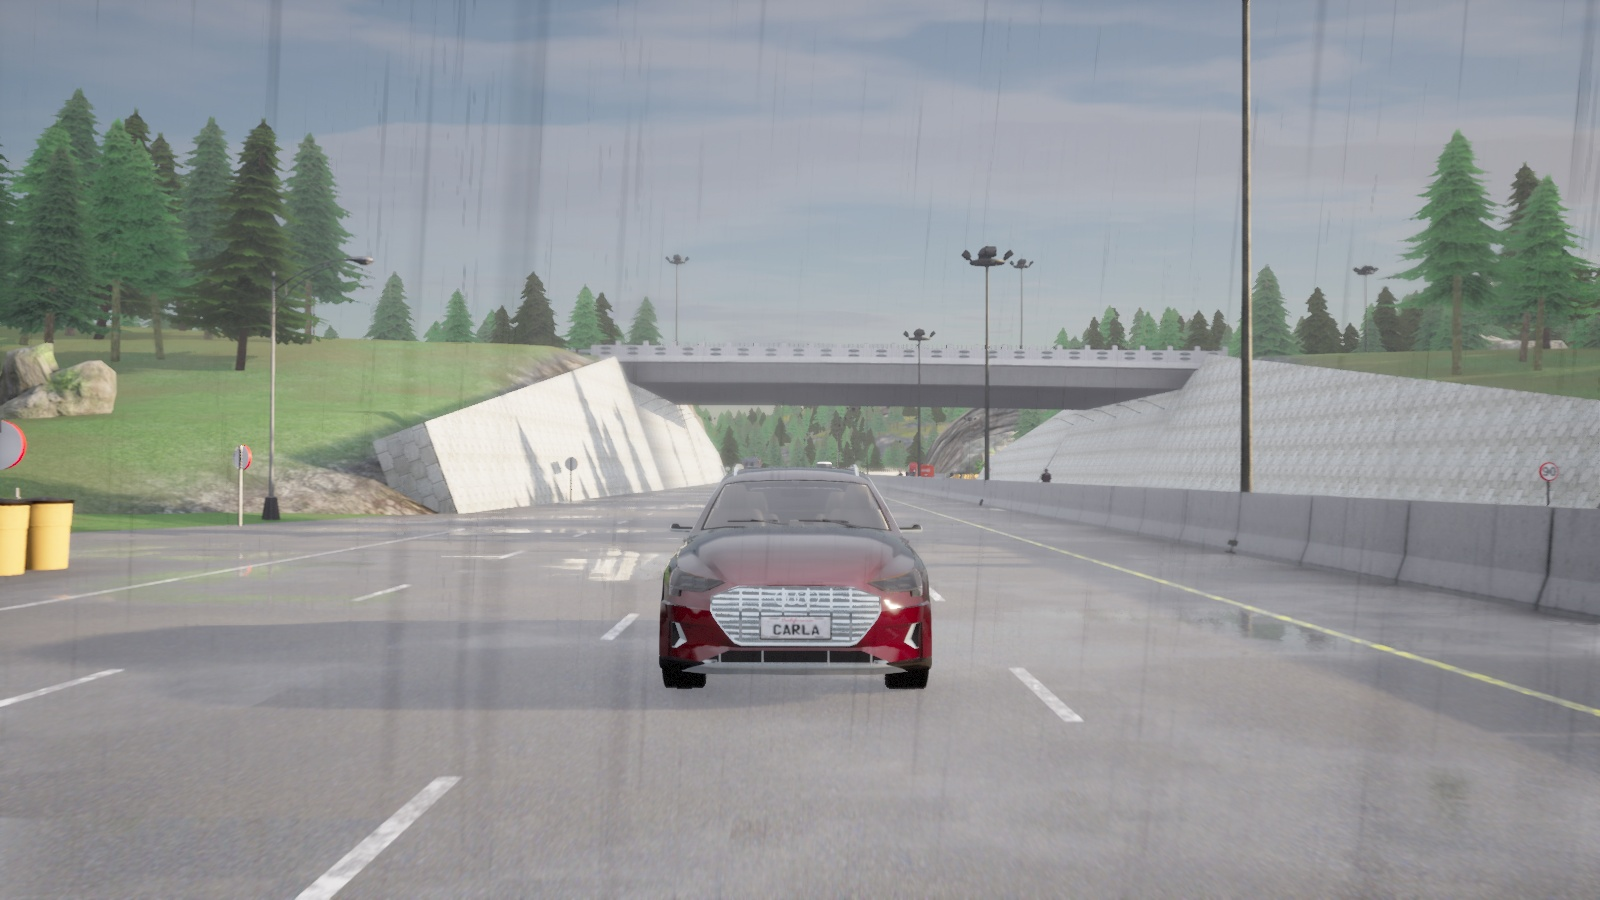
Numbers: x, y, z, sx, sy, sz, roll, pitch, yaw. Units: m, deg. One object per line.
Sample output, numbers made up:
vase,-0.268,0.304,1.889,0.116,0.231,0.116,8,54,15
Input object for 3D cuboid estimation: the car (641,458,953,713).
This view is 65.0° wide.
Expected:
car,-0.026,0.923,10.619,2.033,1.649,4.856,0,-1,0
